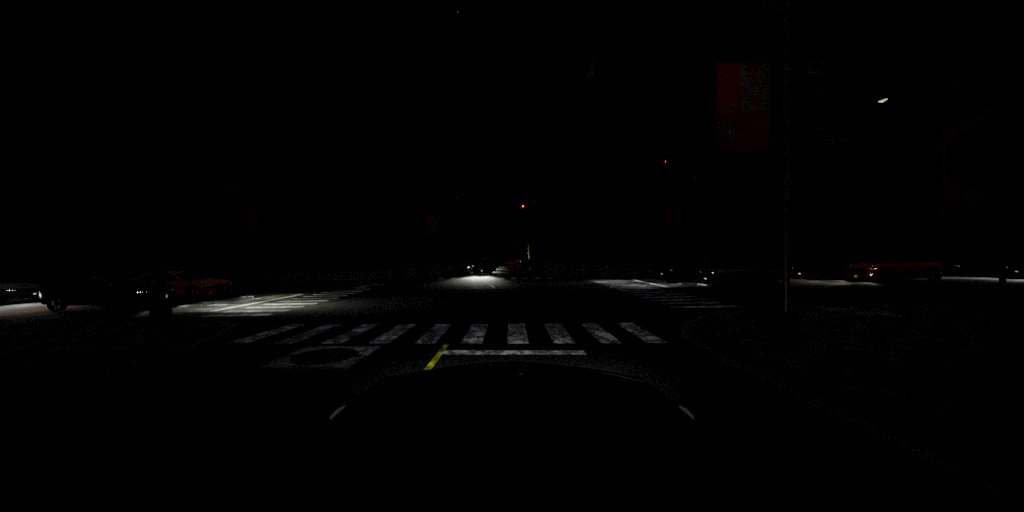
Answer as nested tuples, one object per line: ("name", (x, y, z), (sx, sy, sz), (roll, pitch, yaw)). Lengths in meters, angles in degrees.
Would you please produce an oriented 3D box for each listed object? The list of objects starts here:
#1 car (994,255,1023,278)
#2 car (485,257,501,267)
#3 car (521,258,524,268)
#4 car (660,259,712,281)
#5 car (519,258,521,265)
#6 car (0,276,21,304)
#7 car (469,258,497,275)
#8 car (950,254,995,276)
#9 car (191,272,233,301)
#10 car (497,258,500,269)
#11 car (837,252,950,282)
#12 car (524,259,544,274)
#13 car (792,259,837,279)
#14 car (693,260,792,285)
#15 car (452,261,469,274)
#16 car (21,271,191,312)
("car", (33.985, 0.651, 22.501), (4.674, 1.442, 1.812), (-1, 0, 0))
("car", (-3.191, 1.288, 58.933), (1.812, 1.442, 4.674), (0, 0, 0))
("car", (2.689, 1.304, 52.094), (1.888, 1.381, 4.507), (0, 0, 0))
("car", (13.233, 0.973, 25.772), (4.902, 1.511, 2.128), (-1, 0, 1))
("car", (2.664, 1.311, 57.539), (2.007, 1.370, 4.403), (0, 0, 0))
("car", (-27.620, 1.763, 18.979), (4.674, 1.442, 1.812), (-1, 0, 0))
("car", (-3.110, 1.246, 39.137), (2.128, 1.511, 4.902), (0, 0, 0))
("car", (33.228, 0.611, 25.755), (5.008, 1.535, 1.882), (-1, 0, 0))
("car", (-17.646, 1.528, 18.995), (5.008, 1.535, 1.882), (-1, 0, 2))
("car", (-3.156, 1.305, 48.995), (2.033, 1.411, 5.357), (0, 0, 0))
("car", (23.790, 0.653, 22.500), (4.553, 1.767, 2.097), (-1, 0, 0))
("car", (2.740, 1.305, 41.206), (2.007, 1.370, 4.403), (0, 0, 0))
("car", (22.839, 0.913, 25.749), (4.718, 1.301, 1.895), (-1, 0, 0))
("car", (14.334, 1.068, 22.488), (4.718, 1.301, 1.895), (-1, 0, 0))
("car", (-5.785, 1.306, 41.169), (2.007, 1.370, 4.403), (0, 0, 0))
("car", (-17.624, 1.547, 15.751), (4.902, 1.511, 2.128), (-1, 0, 2))
